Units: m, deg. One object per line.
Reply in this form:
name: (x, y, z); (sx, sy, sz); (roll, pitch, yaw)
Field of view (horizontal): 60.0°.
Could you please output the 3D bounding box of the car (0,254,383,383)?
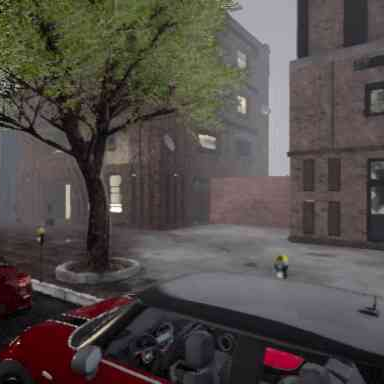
car: (0.072, 1.440, 2.822); (4.097, 1.590, 1.967); (0, 0, 36)
